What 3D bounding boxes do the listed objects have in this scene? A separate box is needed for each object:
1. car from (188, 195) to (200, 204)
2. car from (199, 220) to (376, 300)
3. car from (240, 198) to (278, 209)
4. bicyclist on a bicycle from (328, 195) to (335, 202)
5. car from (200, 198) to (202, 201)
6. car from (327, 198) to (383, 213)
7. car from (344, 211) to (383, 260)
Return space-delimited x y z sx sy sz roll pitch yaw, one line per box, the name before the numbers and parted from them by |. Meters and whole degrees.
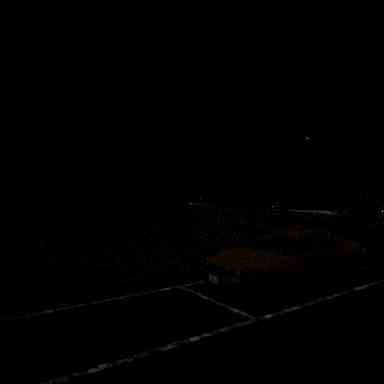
car | -1.152 1.156 53.616 1.994 1.385 4.181 1 0 -34
car | 2.432 1.527 8.389 4.829 1.417 1.752 0 1 -35
car | 8.053 1.343 40.097 1.895 1.301 4.718 1 0 -34
bicyclist on a bicycle | 16.404 1.158 38.940 1.656 1.620 0.582 0 0 -34
car | -0.376 1.195 58.003 1.895 1.301 4.718 1 0 -34
car | 14.788 1.342 30.247 2.128 1.511 4.902 1 0 -34
car | 7.196 1.547 11.688 4.507 1.381 1.887 0 1 -35
